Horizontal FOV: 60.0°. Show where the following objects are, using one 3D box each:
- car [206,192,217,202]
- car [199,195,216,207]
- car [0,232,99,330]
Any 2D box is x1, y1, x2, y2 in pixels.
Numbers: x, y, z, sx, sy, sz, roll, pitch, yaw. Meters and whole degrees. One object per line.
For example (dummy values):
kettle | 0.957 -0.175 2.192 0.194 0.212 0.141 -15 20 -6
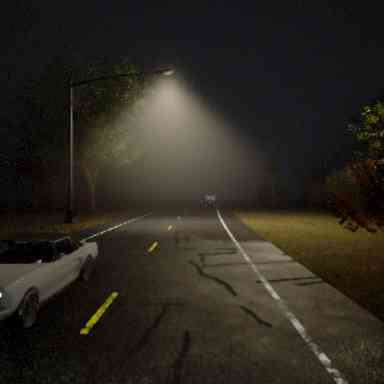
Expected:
car | 3.947 1.114 68.271 2.150 2.045 5.566 0 0 6
car | 2.132 1.535 49.319 1.895 1.301 4.718 0 0 5
car | -3.551 1.595 7.030 1.895 1.301 4.718 0 0 1
